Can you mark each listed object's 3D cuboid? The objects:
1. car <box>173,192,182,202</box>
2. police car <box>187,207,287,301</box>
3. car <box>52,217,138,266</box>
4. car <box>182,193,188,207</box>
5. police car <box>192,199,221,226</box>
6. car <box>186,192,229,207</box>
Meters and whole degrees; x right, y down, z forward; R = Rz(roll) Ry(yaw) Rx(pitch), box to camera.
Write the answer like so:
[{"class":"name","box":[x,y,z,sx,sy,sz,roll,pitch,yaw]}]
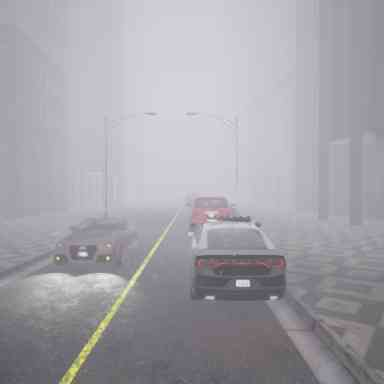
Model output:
[{"class":"car","box":[-2.873,1.294,68.720,1.882,1.535,5.008,0,0,0]},{"class":"police car","box":[0.914,1.421,8.516,1.930,1.638,5.238,0,0,0]},{"class":"car","box":[-3.079,1.557,11.375,1.994,1.385,4.181,0,0,0]},{"class":"car","box":[0.122,1.131,48.286,2.150,2.045,5.566,0,0,1]},{"class":"police car","box":[0.944,1.395,24.515,1.930,1.638,5.238,0,0,0]},{"class":"car","box":[0.932,1.208,18.434,2.150,2.045,5.566,0,0,0]}]
